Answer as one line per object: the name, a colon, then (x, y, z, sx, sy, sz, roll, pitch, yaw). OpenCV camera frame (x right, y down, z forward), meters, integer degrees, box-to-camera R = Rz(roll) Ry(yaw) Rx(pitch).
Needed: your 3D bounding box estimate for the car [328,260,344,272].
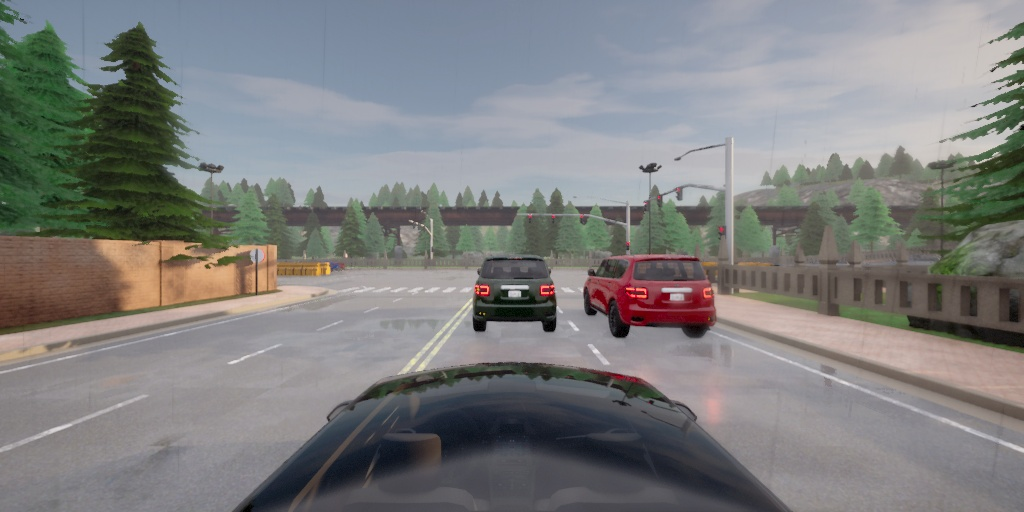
car: (-24.789, 1.273, 45.877, 5.008, 1.535, 1.882, 0, 0, 0)

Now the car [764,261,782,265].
car: (31.509, 1.343, 45.586, 5.357, 1.411, 2.033, 0, 0, 1)

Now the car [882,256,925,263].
car: (44.914, 1.070, 42.039, 4.181, 1.385, 1.994, -3, 0, 0)

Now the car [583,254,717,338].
car: (3.571, 0.981, 10.389, 2.150, 2.045, 5.566, 0, 0, 0)

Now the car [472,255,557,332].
car: (0.071, 0.981, 11.066, 2.150, 2.045, 5.566, 0, 0, 0)

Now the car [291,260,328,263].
car: (-25.192, 1.340, 42.379, 5.357, 1.411, 2.033, 0, 0, 0)

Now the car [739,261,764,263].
car: (26.088, 1.282, 42.095, 4.902, 1.511, 2.128, 0, 0, 0)

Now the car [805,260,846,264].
car: (42.797, 1.095, 49.041, 4.902, 1.511, 2.128, -2, 0, 0)
